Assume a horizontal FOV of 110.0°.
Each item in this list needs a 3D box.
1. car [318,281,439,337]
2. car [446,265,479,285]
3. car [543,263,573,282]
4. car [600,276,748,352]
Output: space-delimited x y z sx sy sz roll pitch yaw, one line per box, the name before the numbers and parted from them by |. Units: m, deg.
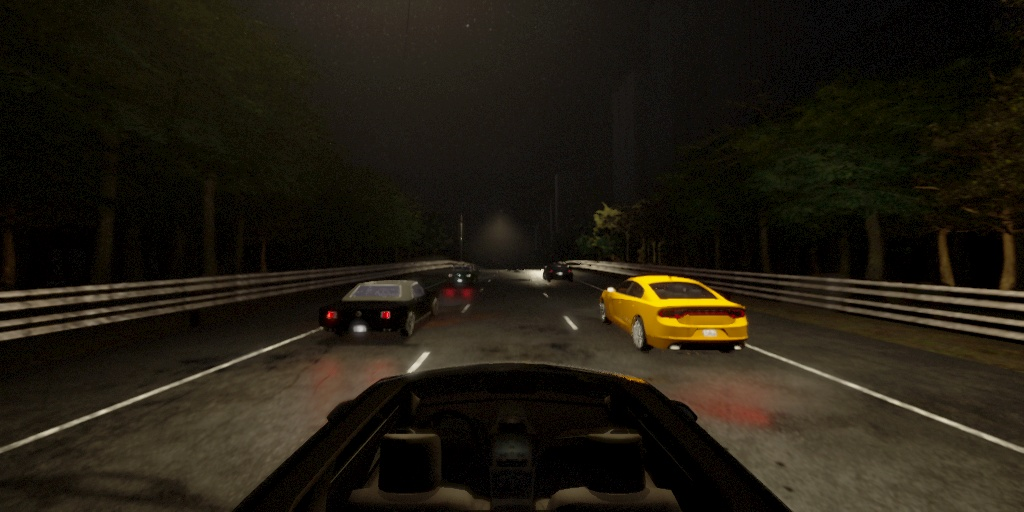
car | -3.410 1.352 10.283 1.895 1.301 4.718 0 0 0
car | -3.410 1.312 25.691 1.895 1.301 4.718 0 0 0
car | 3.591 1.266 28.521 1.994 1.385 4.181 0 0 0
car | 3.584 1.229 8.955 1.882 1.535 5.008 0 0 0
